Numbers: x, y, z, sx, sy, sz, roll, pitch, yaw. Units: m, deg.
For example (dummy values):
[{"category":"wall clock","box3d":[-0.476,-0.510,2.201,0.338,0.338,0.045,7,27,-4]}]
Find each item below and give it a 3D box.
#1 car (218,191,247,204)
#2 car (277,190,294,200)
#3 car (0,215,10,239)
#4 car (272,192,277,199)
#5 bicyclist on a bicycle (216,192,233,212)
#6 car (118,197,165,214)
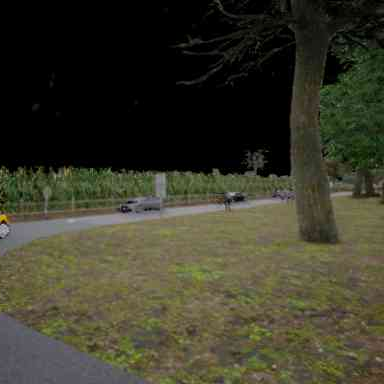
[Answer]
[{"category":"car","box3d":[5.061,0.662,41.013,1.882,1.535,5.008,-1,1,36]},{"category":"car","box3d":[14.849,0.489,49.681,1.895,1.301,4.718,-1,1,36]},{"category":"car","box3d":[-8.931,1.319,12.615,1.882,1.535,5.008,-2,3,-2]},{"category":"car","box3d":[14.933,0.301,54.612,2.033,1.411,5.357,-1,1,36]},{"category":"bicyclist on a bicycle","box3d":[2.692,0.842,27.456,1.656,1.620,0.582,0,1,36]},{"category":"car","box3d":[-4.222,1.078,28.079,1.994,1.385,4.181,-1,1,36]}]
